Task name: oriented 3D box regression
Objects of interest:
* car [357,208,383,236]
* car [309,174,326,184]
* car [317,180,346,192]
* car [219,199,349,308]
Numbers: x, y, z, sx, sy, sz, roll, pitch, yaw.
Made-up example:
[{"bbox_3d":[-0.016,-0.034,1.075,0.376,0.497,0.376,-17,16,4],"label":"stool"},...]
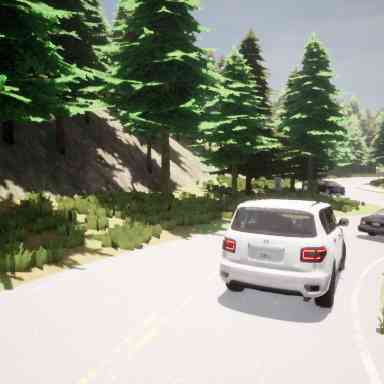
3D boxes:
[{"bbox_3d":[10.132,1.410,15.808,5.357,1.411,2.033,-1,5,-32],"label":"car"},{"bbox_3d":[22.061,-2.333,58.232,1.882,1.535,5.008,3,6,31],"label":"car"},{"bbox_3d":[16.073,-0.561,38.909,1.882,1.535,5.008,-1,5,-2],"label":"car"},{"bbox_3d":[2.551,1.198,8.361,2.150,2.045,5.566,3,2,27],"label":"car"}]
